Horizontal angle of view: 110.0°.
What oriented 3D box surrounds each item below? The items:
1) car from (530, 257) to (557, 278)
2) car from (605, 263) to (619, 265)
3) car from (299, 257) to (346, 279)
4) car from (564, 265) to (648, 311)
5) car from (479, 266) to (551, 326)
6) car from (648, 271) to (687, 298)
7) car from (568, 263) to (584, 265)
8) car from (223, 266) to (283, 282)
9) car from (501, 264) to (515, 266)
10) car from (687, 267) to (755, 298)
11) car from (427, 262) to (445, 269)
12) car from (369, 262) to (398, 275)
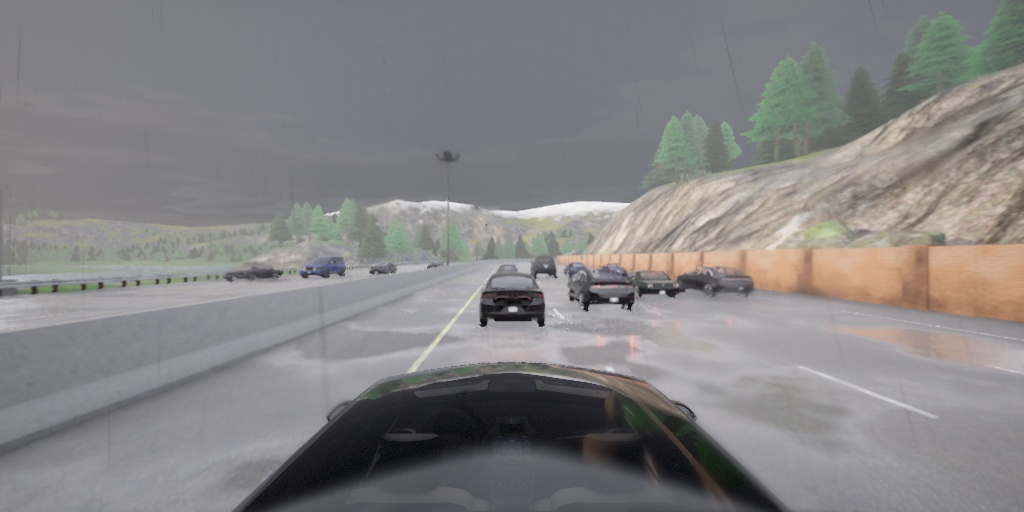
[{"bbox_3d":[3.062,1.082,35.368,2.150,2.045,5.566,0,0,-1],"label":"car"},{"bbox_3d":[10.048,1.422,36.180,1.994,1.385,4.181,0,0,-1],"label":"car"},{"bbox_3d":[-18.125,1.093,34.704,2.150,2.045,5.566,0,0,-1],"label":"car"},{"bbox_3d":[3.441,1.282,14.631,2.128,1.511,4.902,0,0,-1],"label":"car"},{"bbox_3d":[-0.014,1.262,11.912,1.882,1.535,5.008,0,0,-1],"label":"car"},{"bbox_3d":[6.874,1.403,18.679,1.895,1.301,4.718,0,0,-1],"label":"car"},{"bbox_3d":[6.524,1.388,36.677,1.812,1.442,4.674,0,0,-1],"label":"car"},{"bbox_3d":[-21.539,1.462,30.060,1.895,1.301,4.718,0,0,-1],"label":"car"},{"bbox_3d":[-0.336,1.392,29.904,2.033,1.411,5.357,0,0,-1],"label":"car"},{"bbox_3d":[10.371,1.292,18.744,2.128,1.511,4.902,0,0,-1],"label":"car"},{"bbox_3d":[-11.411,1.536,54.118,1.895,1.301,4.718,0,0,-1],"label":"car"},{"bbox_3d":[-14.742,1.442,41.475,2.033,1.411,5.357,0,0,-1],"label":"car"}]
